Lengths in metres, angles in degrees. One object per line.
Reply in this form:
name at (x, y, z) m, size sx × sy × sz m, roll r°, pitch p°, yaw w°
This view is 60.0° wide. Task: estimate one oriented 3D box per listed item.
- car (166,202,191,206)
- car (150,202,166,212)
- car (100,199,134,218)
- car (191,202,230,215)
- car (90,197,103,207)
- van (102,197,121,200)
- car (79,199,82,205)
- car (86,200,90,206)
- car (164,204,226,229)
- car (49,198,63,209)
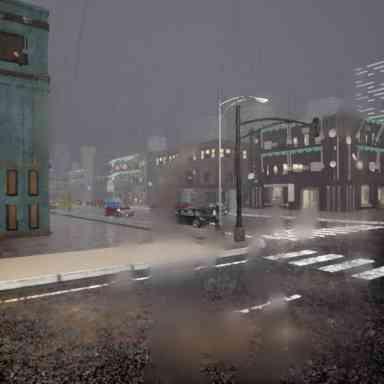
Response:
car at (-0.963, 1.904, 40.370) m, size 1.802 × 1.307 × 4.206 m, roll -2°, pitch 0°, yaw -35°
car at (-4.161, 1.966, 44.887) m, size 1.802 × 1.307 × 4.206 m, roll -2°, pitch 0°, yaw -35°
car at (-7.804, 1.846, 35.524) m, size 1.967 × 1.590 × 4.097 m, roll -1°, pitch 0°, yaw -35°
car at (2.235, 1.809, 35.853) m, size 2.008 × 1.369 × 4.403 m, roll -2°, pitch 0°, yaw -35°
car at (-16.965, 1.940, 62.954) m, size 2.192 × 1.841 × 5.009 m, roll -1°, pitch 0°, yaw -35°
van at (-13.765, 1.907, 58.438) m, size 1.690 × 1.788 × 3.998 m, roll -1°, pitch 0°, yaw -35°
car at (-26.556, 2.364, 76.506) m, size 1.947 × 1.339 × 4.313 m, roll -1°, pitch 0°, yaw -35°
car at (-20.158, 2.227, 67.472) m, size 1.887 × 1.381 × 4.507 m, roll -1°, pitch 0°, yaw -35°
car at (0.120, 1.814, 24.130) m, size 1.947 × 1.339 × 4.313 m, roll -1°, pitch 0°, yaw -35°
car at (-23.699, 2.233, 57.971) m, size 1.752 × 1.417 × 4.829 m, roll -1°, pitch 0°, yaw -35°
